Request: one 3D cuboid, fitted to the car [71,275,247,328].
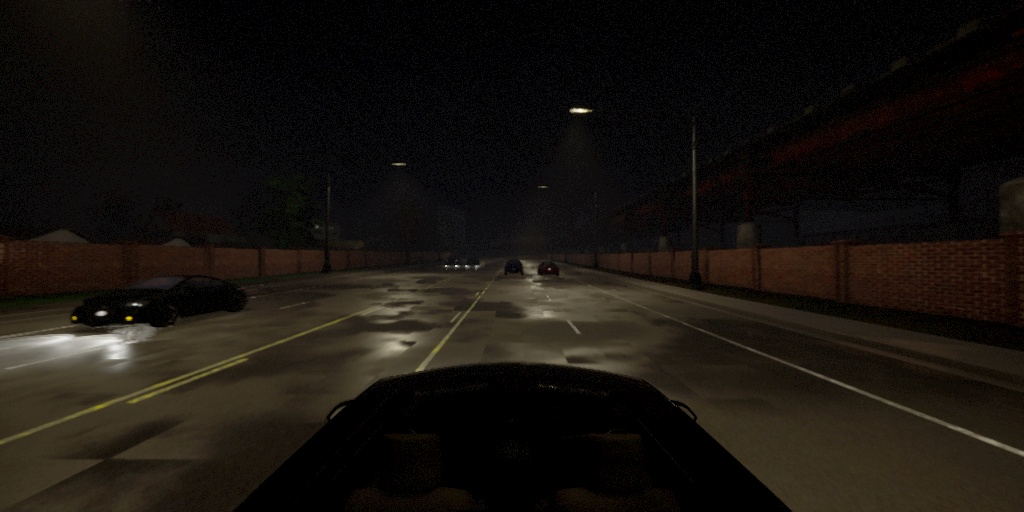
[{"bbox_3d":[-10.563,1.290,11.215,1.994,1.385,4.181,0,0,0],"label":"car"}]

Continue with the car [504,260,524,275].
[{"bbox_3d":[0.201,1.123,38.168,1.882,1.535,5.008,0,0,1],"label":"car"}]

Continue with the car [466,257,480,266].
[{"bbox_3d":[-6.797,0.890,62.838,1.882,1.535,5.008,0,1,1],"label":"car"}]

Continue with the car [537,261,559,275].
[{"bbox_3d":[3.693,1.240,37.158,1.994,1.385,4.181,0,0,1],"label":"car"}]

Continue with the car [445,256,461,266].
[{"bbox_3d":[-10.289,0.746,62.869,2.097,1.767,4.553,0,0,1],"label":"car"}]
